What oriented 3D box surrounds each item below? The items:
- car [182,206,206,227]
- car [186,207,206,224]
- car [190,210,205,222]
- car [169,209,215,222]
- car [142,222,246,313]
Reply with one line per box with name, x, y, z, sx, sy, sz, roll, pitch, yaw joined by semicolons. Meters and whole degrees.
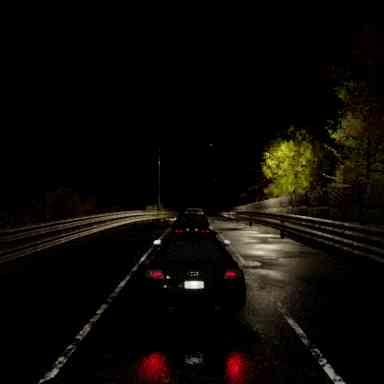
car;0.194;2.287;31.591;2.097;1.767;4.553;0;-3;1
car;0.446;2.631;37.153;2.097;1.767;4.553;0;-4;2
car;0.850;3.349;46.405;1.882;1.535;5.008;0;-4;3
car;0.006;1.723;15.141;1.837;1.490;4.892;0;-1;0
car;0.015;1.623;7.831;1.994;1.385;4.181;0;-1;-1
